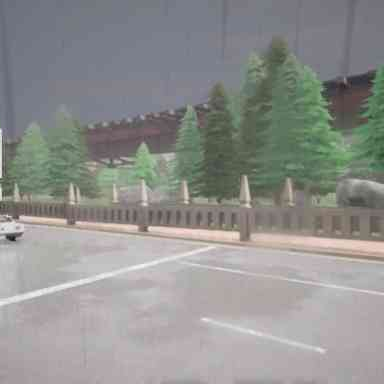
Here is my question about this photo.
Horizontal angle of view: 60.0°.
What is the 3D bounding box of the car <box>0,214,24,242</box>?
[{"bbox_3d":[-9.782,1.613,15.272,4.718,1.301,1.895,0,0,36],"label":"car"}]
